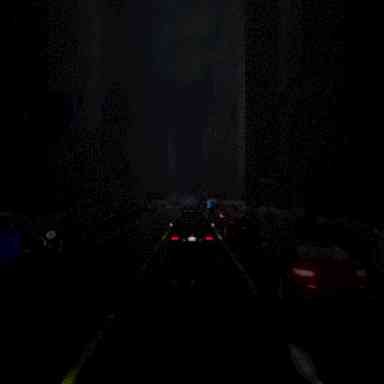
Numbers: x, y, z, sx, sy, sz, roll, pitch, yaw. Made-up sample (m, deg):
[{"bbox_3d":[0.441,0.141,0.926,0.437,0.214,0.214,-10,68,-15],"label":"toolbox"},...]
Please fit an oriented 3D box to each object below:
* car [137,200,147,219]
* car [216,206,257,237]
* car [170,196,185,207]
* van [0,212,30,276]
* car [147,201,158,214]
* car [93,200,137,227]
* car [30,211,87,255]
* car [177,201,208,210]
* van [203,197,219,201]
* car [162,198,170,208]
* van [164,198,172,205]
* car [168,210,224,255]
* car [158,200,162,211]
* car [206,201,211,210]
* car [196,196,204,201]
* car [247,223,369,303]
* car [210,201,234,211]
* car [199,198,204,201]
[{"bbox_3d":[-5.859,1.632,30.709,2.192,1.841,5.009,0,-1,0],"label":"car"},{"bbox_3d":[2.667,1.745,19.416,1.887,1.381,4.507,0,-1,0],"label":"car"},{"bbox_3d":[-3.004,2.275,70.984,1.882,1.535,5.008,0,-1,0],"label":"car"},{"bbox_3d":[-5.858,1.424,8.152,1.690,1.788,3.998,0,-1,0],"label":"van"},{"bbox_3d":[-5.861,1.881,41.986,1.967,1.590,4.097,0,-1,0],"label":"car"},{"bbox_3d":[-5.859,1.573,25.070,2.192,1.841,5.009,0,-1,0],"label":"car"},{"bbox_3d":[-5.859,1.582,13.790,1.967,1.590,4.097,0,-1,0],"label":"car"},{"bbox_3d":[0.003,1.795,29.291,2.128,1.511,4.902,0,-1,0],"label":"car"},{"bbox_3d":[2.664,1.782,41.973,1.690,1.788,3.998,0,-1,0],"label":"van"},{"bbox_3d":[-5.869,2.241,64.338,1.752,1.417,4.829,0,-1,1],"label":"car"},{"bbox_3d":[-5.863,2.271,81.464,1.690,1.788,3.998,0,-1,0],"label":"van"},{"bbox_3d":[0.001,1.691,13.990,2.033,1.411,5.357,0,-1,0],"label":"car"},{"bbox_3d":[-5.861,1.947,47.624,1.967,1.590,4.097,0,-1,0],"label":"car"},{"bbox_3d":[2.665,1.943,36.331,1.947,1.339,4.313,0,-1,0],"label":"car"},{"bbox_3d":[2.390,2.014,69.660,2.150,2.045,5.566,0,-1,0],"label":"car"},{"bbox_3d":[2.667,1.665,8.137,1.802,1.307,4.206,0,-1,0],"label":"car"},{"bbox_3d":[2.666,1.698,25.055,1.967,1.590,4.097,0,-1,0],"label":"car"},{"bbox_3d":[2.664,2.175,59.093,1.752,1.417,4.829,0,-1,1],"label":"car"}]
